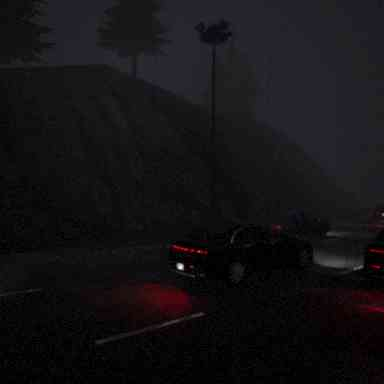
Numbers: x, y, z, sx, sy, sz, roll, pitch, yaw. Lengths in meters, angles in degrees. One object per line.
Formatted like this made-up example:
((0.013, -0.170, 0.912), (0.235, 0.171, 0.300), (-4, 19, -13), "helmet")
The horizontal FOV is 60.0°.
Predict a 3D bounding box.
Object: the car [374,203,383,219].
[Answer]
((19.015, 1.836, 32.324), (1.837, 1.490, 4.892), (0, 0, 38), "car")

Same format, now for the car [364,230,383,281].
((6.439, 1.604, 9.095), (4.892, 1.490, 1.837), (1, 0, -40), "car")

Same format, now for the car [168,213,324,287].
((1.594, 1.580, 9.610), (4.892, 1.490, 1.837), (1, 0, -39), "car")

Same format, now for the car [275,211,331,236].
((5.233, 1.696, 17.307), (5.357, 1.411, 2.033), (1, -1, -43), "car")
